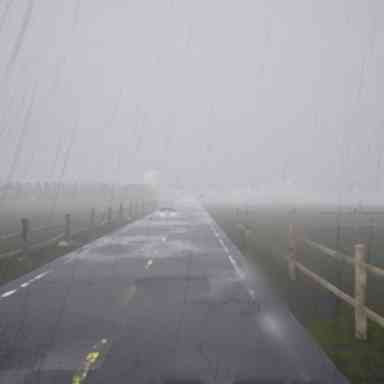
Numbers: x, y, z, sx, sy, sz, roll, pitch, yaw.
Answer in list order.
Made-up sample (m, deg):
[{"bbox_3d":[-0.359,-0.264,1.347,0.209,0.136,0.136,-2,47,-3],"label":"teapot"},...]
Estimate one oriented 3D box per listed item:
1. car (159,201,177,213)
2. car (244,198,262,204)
[{"bbox_3d":[-2.855,1.761,40.630,2.033,1.411,5.357,0,0,0],"label":"car"},{"bbox_3d":[14.043,2.058,76.921,4.181,1.385,1.994,0,-1,1],"label":"car"}]
